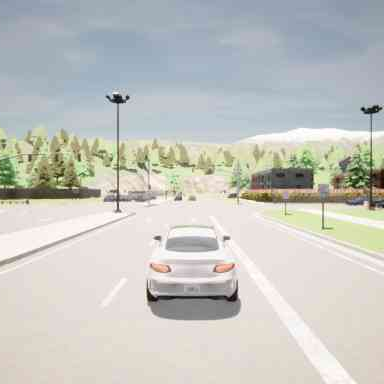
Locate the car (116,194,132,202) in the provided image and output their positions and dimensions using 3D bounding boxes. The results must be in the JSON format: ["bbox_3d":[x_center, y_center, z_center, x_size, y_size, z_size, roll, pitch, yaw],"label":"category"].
[{"bbox_3d":[-14.962,1.540,75.106,2.033,1.411,5.357,0,0,0],"label":"car"}]

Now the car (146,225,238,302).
[{"bbox_3d":[0.004,1.526,8.149,1.812,1.442,4.674,0,0,0],"label":"car"}]

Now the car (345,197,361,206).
[{"bbox_3d":[27.865,1.547,54.151,5.357,1.411,2.033,0,0,0],"label":"car"}]

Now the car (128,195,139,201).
[{"bbox_3d":[-14.957,1.540,85.133,2.033,1.411,5.357,0,0,0],"label":"car"}]

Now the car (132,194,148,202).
[{"bbox_3d":[-11.462,1.355,74.817,2.097,1.767,4.553,0,0,0],"label":"car"}]

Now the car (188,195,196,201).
[{"bbox_3d":[0.044,1.478,87.464,1.882,1.535,5.008,0,0,0],"label":"car"}]

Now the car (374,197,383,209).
[{"bbox_3d":[27.404,1.547,43.652,5.357,1.411,2.033,0,0,-1],"label":"car"}]

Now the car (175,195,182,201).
[{"bbox_3d":[-3.457,1.525,86.193,2.128,1.511,4.902,0,0,0],"label":"car"}]

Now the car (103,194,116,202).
[{"bbox_3d":[-18.462,1.355,74.906,2.097,1.767,4.553,0,0,0],"label":"car"}]

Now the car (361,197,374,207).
[{"bbox_3d":[27.358,1.478,47.150,5.008,1.535,1.882,0,0,0],"label":"car"}]

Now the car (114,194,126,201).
[{"bbox_3d":[-18.457,1.355,85.069,2.097,1.767,4.553,0,0,0],"label":"car"}]

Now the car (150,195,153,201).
[{"bbox_3d":[-11.458,1.595,83.643,1.895,1.301,4.718,0,0,0],"label":"car"}]
